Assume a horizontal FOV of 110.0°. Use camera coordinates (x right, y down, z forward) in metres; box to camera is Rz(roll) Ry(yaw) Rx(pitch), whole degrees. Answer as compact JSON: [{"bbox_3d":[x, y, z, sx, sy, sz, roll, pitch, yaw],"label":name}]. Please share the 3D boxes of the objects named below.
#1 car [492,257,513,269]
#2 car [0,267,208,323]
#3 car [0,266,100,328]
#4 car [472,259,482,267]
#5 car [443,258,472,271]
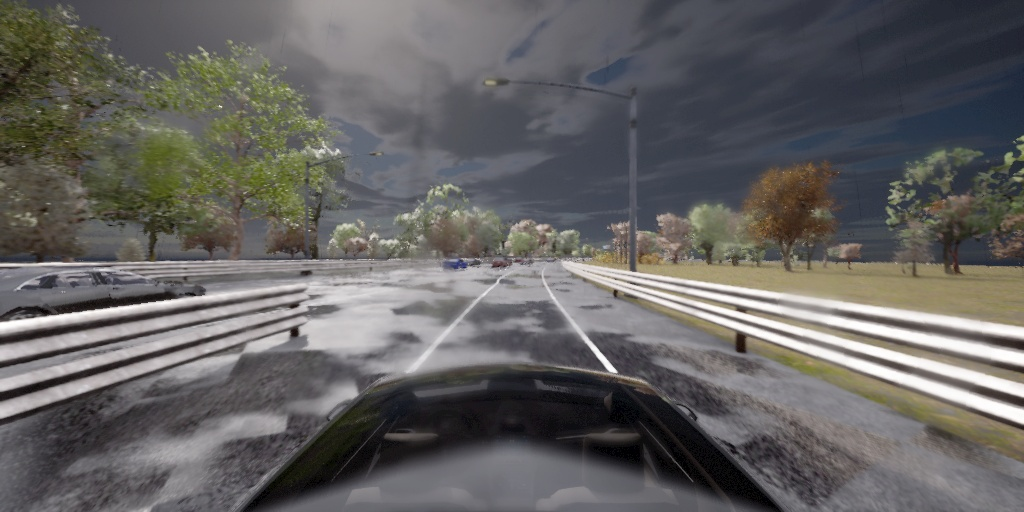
[{"bbox_3d":[-1.498,0.947,54.026,2.097,1.767,4.553,0,0,12],"label":"car"},{"bbox_3d":[-9.740,0.982,8.194,2.128,1.511,4.902,0,0,9],"label":"car"},{"bbox_3d":[-13.257,1.005,8.280,1.812,1.442,4.674,0,0,8],"label":"car"},{"bbox_3d":[-6.851,1.143,62.432,2.033,1.411,5.357,0,0,12],"label":"car"},{"bbox_3d":[-6.976,1.040,44.652,1.882,1.535,5.008,0,0,11],"label":"car"}]
